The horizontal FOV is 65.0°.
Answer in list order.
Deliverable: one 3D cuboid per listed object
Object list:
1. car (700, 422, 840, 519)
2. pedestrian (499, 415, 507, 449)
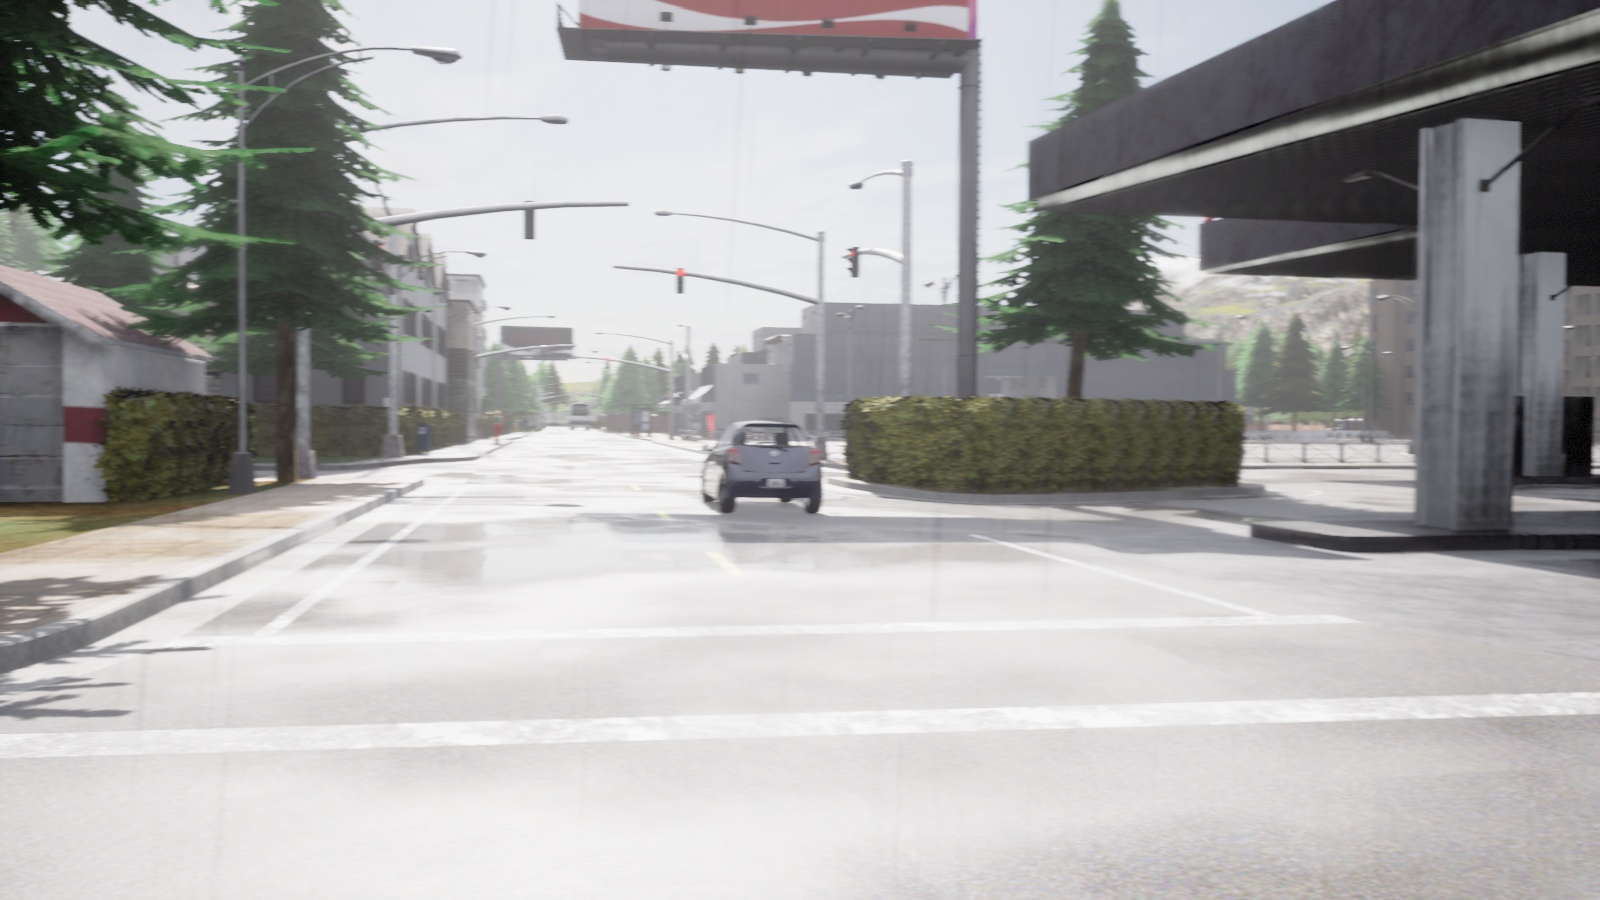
[{"bbox_3d":[-0.607,0.278,21.632,1.845,1.501,3.633,0,2,-11],"label":"car"},{"bbox_3d":[-15.734,-0.954,66.596,0.345,1.836,0.594,-1,1,-10],"label":"pedestrian"}]
